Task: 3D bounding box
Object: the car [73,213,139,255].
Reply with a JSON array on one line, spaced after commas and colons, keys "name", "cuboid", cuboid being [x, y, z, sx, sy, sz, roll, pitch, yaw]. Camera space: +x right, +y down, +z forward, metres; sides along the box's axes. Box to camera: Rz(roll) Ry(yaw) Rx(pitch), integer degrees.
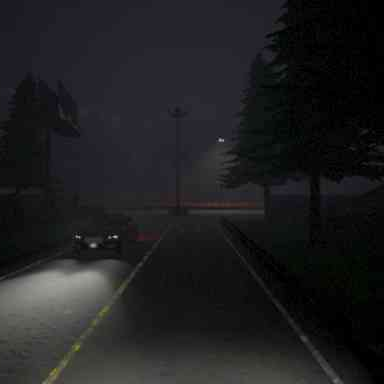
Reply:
[{"name": "car", "cuboid": [-3.497, 1.668, 14.288, 2.128, 1.511, 4.902, 0, -1, 1]}]
